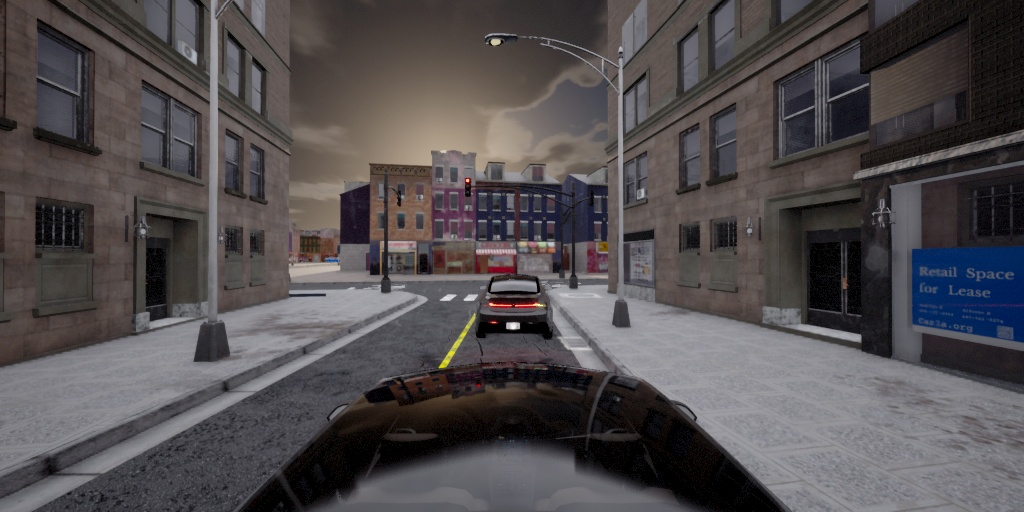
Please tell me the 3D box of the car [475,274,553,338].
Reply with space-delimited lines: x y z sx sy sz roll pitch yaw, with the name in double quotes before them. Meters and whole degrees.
"car" 0.096 1.256 10.129 1.837 1.490 4.892 0 0 2
